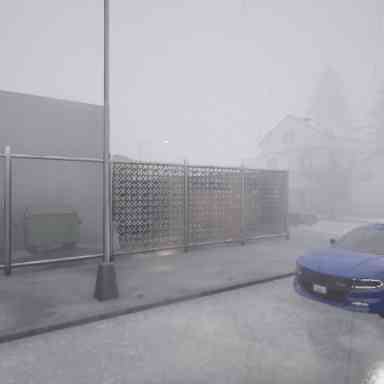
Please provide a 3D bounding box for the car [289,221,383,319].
[{"bbox_3d":[4.386,1.477,7.392,5.008,1.535,1.882,0,0,-34],"label":"car"}]

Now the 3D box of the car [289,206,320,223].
[{"bbox_3d":[6.151,1.601,22.585,1.895,1.301,4.718,0,0,-35],"label":"car"}]
